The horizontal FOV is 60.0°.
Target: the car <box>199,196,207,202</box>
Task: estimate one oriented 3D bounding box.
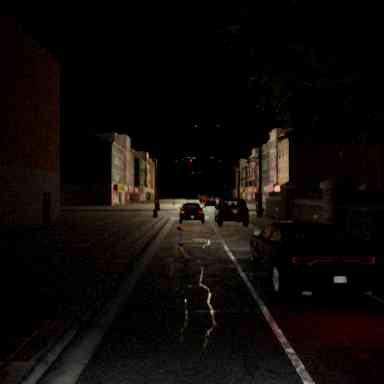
[{"bbox_3d":[2.658,1.694,81.863,1.802,1.307,4.206,0,0,0],"label":"car"}]

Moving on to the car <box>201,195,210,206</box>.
[{"bbox_3d":[2.653,1.572,49.240,1.887,1.381,4.507,1,0,0],"label":"car"}]

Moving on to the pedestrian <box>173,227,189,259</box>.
[{"bbox_3d":[-0.371,1.666,11.105,0.500,1.100,0.500,1,-1,-10],"label":"pedestrian"}]

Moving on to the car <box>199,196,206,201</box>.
[{"bbox_3d":[2.658,1.713,87.301,1.802,1.307,4.206,0,0,0],"label":"car"}]

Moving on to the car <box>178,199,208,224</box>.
[{"bbox_3d":[-0.047,1.523,24.960,1.812,1.442,4.674,0,0,-2],"label":"car"}]

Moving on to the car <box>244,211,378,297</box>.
[{"bbox_3d":[2.752,1.473,8.644,1.882,1.535,5.008,0,0,0],"label":"car"}]

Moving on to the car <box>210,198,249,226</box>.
[{"bbox_3d":[2.653,1.311,22.809,2.192,1.841,5.009,1,0,0],"label":"car"}]

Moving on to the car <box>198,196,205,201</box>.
[{"bbox_3d":[2.659,1.703,92.738,2.008,1.369,4.403,0,0,0],"label":"car"}]

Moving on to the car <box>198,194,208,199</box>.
[{"bbox_3d":[2.656,1.608,65.551,1.887,1.381,4.507,1,0,0],"label":"car"}]
